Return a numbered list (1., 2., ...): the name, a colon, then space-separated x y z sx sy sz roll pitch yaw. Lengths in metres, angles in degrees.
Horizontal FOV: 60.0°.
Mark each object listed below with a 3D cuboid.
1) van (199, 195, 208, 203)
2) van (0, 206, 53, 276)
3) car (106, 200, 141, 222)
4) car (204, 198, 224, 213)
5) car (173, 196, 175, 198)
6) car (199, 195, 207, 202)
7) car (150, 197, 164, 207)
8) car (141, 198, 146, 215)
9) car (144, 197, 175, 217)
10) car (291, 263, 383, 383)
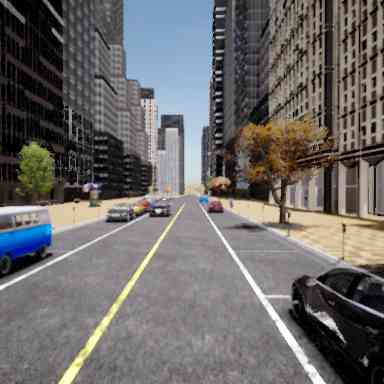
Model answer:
1. van: 2.674 1.487 71.883 1.690 1.788 3.998 -1 0 0
2. van: -5.704 1.354 10.006 1.690 1.788 3.998 -1 0 0
3. car: -5.701 1.591 26.881 2.008 1.369 4.403 -1 0 0
4. car: 2.679 1.644 38.132 1.802 1.307 4.206 -1 0 0
5. car: -5.702 1.765 94.381 2.008 1.369 4.403 -1 0 0
6. car: 2.676 1.619 83.132 1.967 1.590 4.097 -1 0 0
7. car: -5.702 1.646 55.005 1.887 1.381 4.507 -1 0 0
8. car: -5.702 1.576 32.336 1.752 1.417 4.829 -1 0 0
9. car: -3.002 1.544 32.072 2.128 1.511 4.902 0 0 0
10. car: 2.680 1.571 4.381 1.947 1.339 4.313 -1 0 0
